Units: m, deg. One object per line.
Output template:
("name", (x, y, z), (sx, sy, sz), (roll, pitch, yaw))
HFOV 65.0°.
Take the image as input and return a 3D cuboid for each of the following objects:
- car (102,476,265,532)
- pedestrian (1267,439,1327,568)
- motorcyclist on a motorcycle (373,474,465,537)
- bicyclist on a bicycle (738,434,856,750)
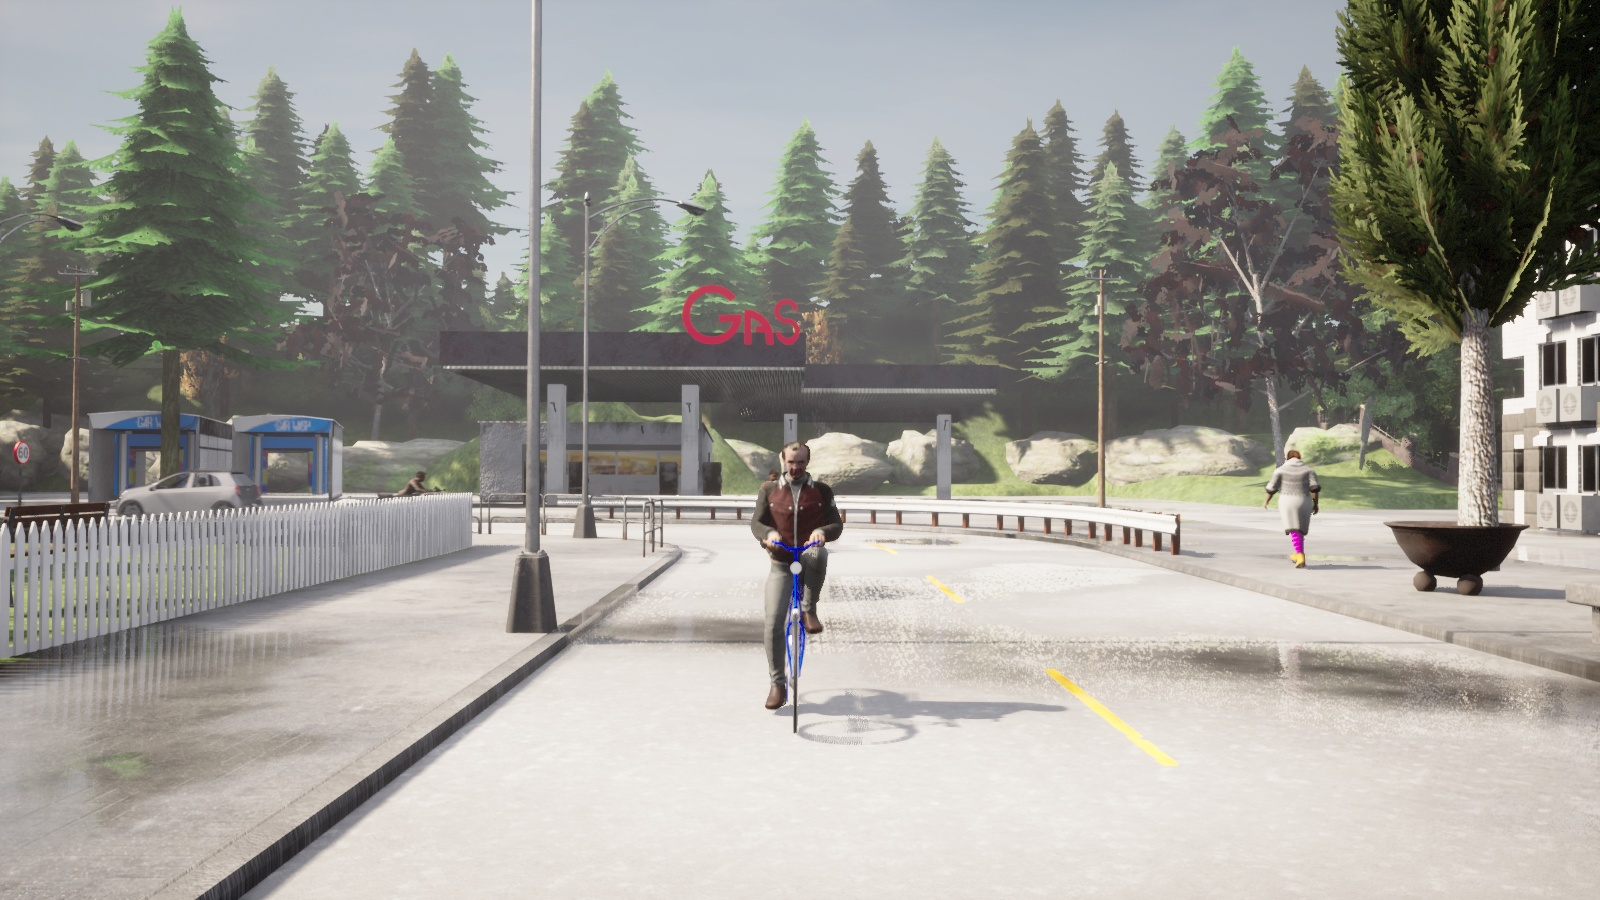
("car", (-17.106, 1.483, 34.992), (3.633, 1.501, 1.845), (0, -1, 0))
("pedestrian", (7.678, 0.819, 19.448), (0.659, 1.952, 0.873), (0, -1, 8))
("motorcyclist on a motorcycle", (-9.393, 1.354, 31.002), (2.044, 1.523, 0.797), (0, -1, 1))
("bicyclist on a bicycle", (-0.021, 0.820, 8.023), (0.659, 1.776, 1.843), (0, -1, 0))
